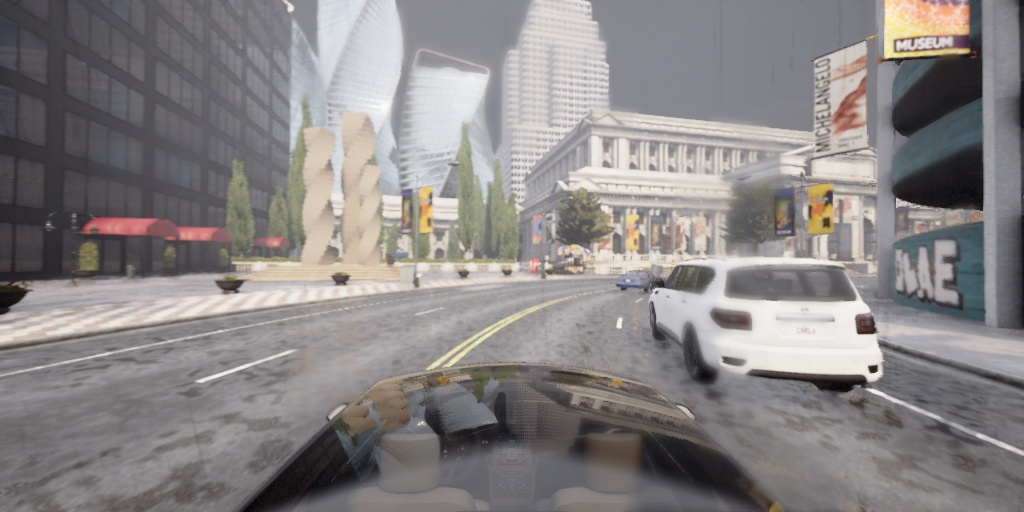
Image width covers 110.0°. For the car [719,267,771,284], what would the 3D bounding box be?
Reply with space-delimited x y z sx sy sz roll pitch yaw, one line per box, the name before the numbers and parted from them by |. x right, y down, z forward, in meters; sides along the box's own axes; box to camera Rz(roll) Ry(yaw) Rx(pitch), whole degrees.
car | 22.384 1.802 34.402 5.008 1.535 1.882 1 -1 -26

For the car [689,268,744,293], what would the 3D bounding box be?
car | 14.369 1.640 25.025 2.128 1.511 4.902 -1 -1 45

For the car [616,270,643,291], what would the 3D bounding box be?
car | 8.939 1.650 24.488 2.033 1.411 5.357 0 -1 40

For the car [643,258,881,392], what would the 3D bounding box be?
car | 4.302 1.072 7.249 2.150 2.045 5.566 0 -1 11
